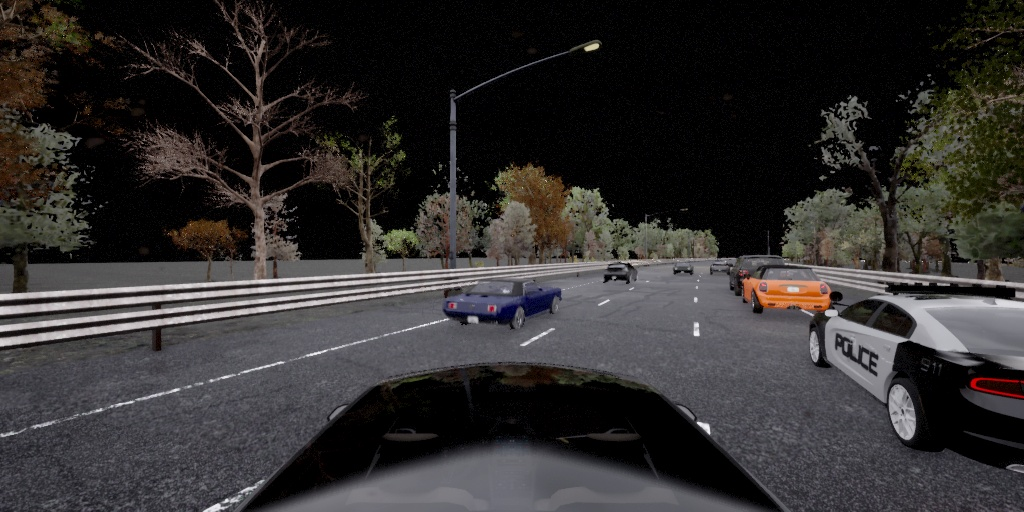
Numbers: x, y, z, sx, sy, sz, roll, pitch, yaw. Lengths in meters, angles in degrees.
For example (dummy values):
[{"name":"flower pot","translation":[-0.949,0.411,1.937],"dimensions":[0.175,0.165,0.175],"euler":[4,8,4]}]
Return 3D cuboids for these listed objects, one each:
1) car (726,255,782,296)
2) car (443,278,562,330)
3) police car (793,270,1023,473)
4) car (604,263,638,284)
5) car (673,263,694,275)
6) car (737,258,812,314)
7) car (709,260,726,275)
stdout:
[{"name":"car","translation":[12.789,0.978,18.759],"dimensions":[2.150,2.045,5.566],"euler":[0,0,28]},{"name":"car","translation":[0.002,1.351,11.209],"dimensions":[1.895,1.301,4.718],"euler":[0,0,27]},{"name":"police car","translation":[5.644,1.175,4.758],"dimensions":[1.930,1.638,5.238],"euler":[0,0,26]},{"name":"car","translation":[8.325,1.261,27.285],"dimensions":[1.837,1.490,4.892],"euler":[0,0,28]},{"name":"car","translation":[18.846,1.369,39.271],"dimensions":[1.895,1.301,4.718],"euler":[0,0,29]},{"name":"car","translation":[10.035,1.102,13.446],"dimensions":[2.097,1.767,4.553],"euler":[0,0,27]},{"name":"car","translation":[22.669,1.262,39.106],"dimensions":[2.128,1.511,4.902],"euler":[0,0,30]}]
